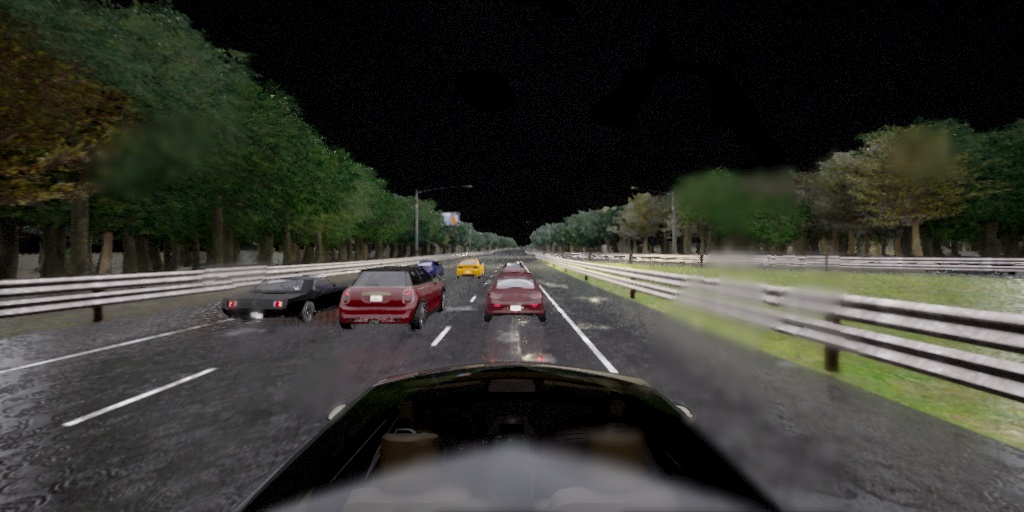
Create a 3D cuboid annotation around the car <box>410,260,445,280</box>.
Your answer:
[{"bbox_3d":[-6.884,1.072,29.686,1.812,1.442,4.674,0,1,0],"label":"car"}]

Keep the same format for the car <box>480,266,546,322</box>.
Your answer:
[{"bbox_3d":[0.101,1.246,12.103,1.812,1.442,4.674,0,0,0],"label":"car"}]

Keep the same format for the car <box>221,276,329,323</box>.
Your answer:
[{"bbox_3d":[-6.906,1.322,11.943,1.895,1.301,4.718,0,0,0],"label":"car"}]

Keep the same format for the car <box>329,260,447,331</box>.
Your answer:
[{"bbox_3d":[-3.400,1.077,11.111,2.097,1.767,4.553,0,0,0],"label":"car"}]

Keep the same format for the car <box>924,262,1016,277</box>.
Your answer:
[{"bbox_3d":[33.559,0.766,26.431,1.994,1.385,4.181,0,0,-42],"label":"car"}]

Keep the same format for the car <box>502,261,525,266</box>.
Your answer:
[{"bbox_3d":[0.102,1.121,29.011,1.994,1.385,4.181,0,1,0],"label":"car"}]

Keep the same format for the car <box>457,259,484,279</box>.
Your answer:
[{"bbox_3d":[-3.397,1.018,30.085,1.882,1.535,5.008,0,1,0],"label":"car"}]
